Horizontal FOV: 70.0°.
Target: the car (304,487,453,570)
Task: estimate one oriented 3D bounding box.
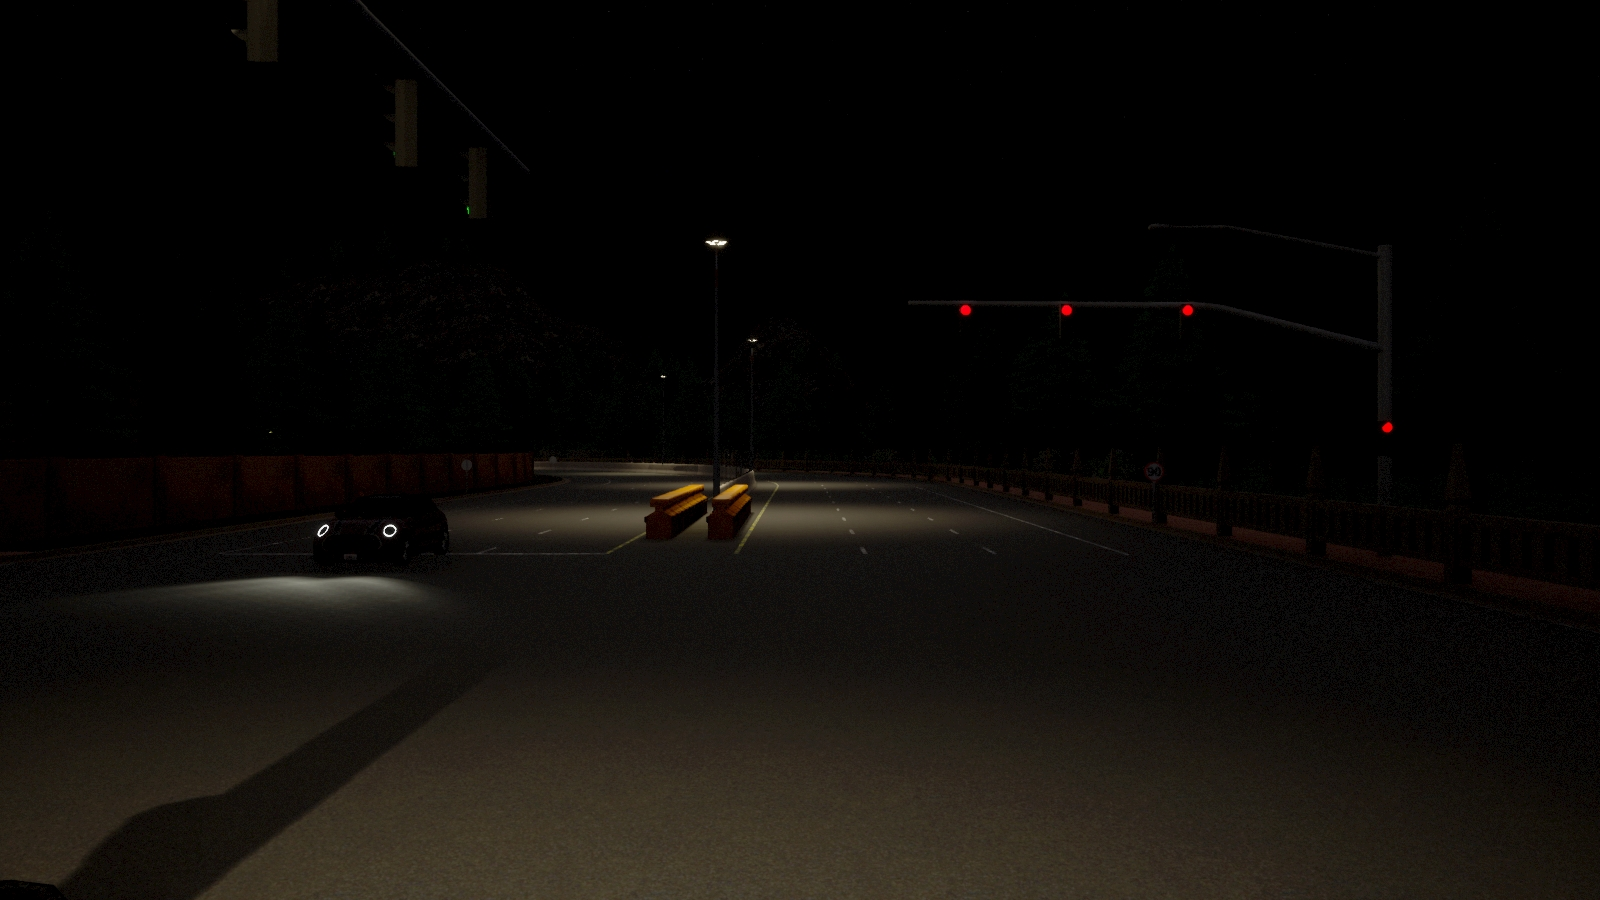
[{"bbox_3d":[-10.504,1.906,28.861,2.097,1.767,4.553,0,0,0],"label":"car"}]
